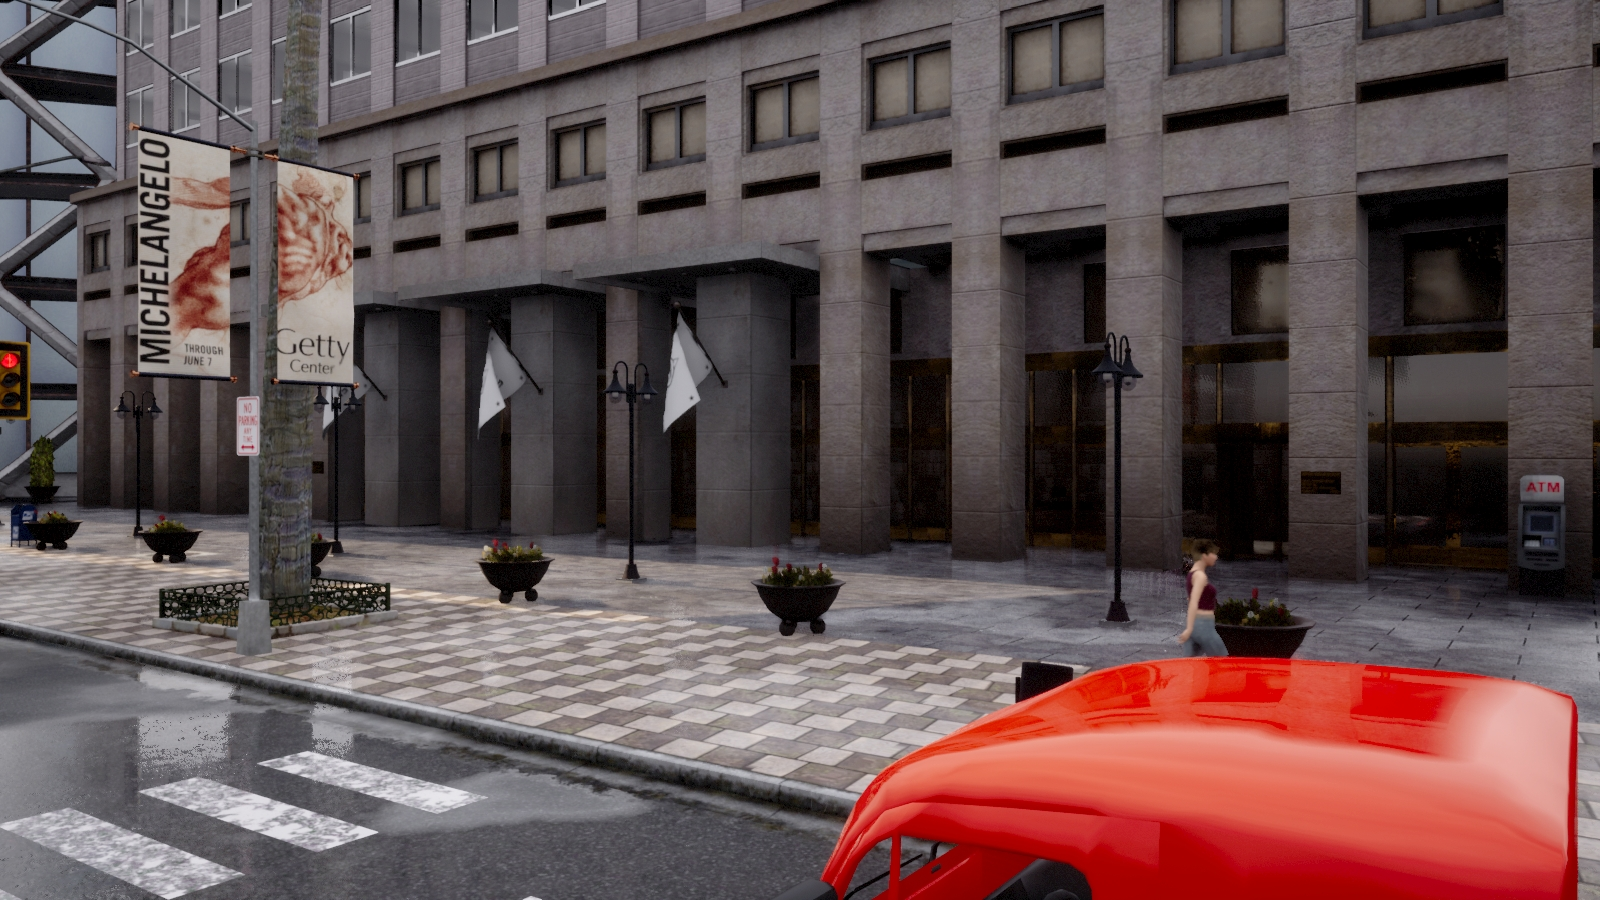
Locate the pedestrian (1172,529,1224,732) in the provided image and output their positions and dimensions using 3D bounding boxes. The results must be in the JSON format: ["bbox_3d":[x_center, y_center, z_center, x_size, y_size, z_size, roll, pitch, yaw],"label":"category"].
[{"bbox_3d":[3.772,1.696,10.841,0.375,1.860,0.375,0,0,4],"label":"pedestrian"}]

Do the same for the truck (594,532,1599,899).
[{"bbox_3d":[2.439,1.568,2.094,5.204,2.467,2.627,0,0,35],"label":"truck"}]
